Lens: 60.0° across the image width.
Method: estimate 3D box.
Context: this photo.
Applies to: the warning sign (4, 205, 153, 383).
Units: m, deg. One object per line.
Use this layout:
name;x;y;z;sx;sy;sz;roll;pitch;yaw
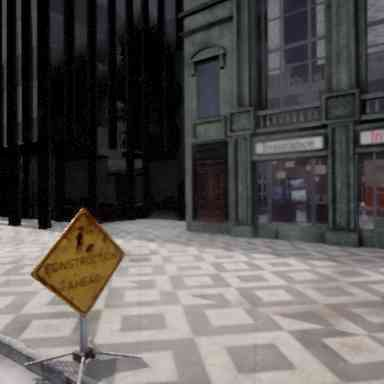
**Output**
warning sign;-1.312;1.121;3.998;1.060;1.860;1.300;-1;0;36
